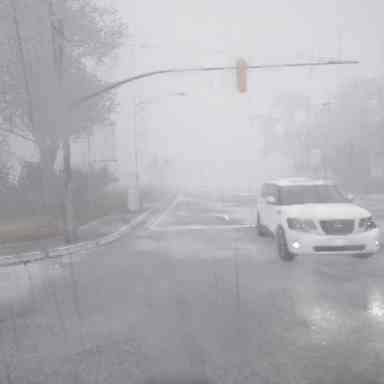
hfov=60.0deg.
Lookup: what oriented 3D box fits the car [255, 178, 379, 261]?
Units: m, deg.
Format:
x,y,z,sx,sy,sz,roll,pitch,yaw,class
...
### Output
x,y,z,sx,sy,sz,roll,pitch,yaw,class
3.330,0.622,10.111,2.150,2.045,5.566,-2,3,1,car
